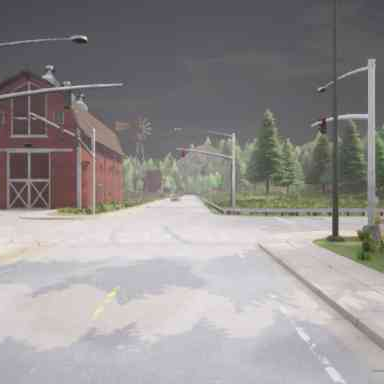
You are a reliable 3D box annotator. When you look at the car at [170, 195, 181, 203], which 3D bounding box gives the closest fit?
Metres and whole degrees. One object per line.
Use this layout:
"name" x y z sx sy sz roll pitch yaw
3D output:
"car" -3.500 1.335 71.393 2.097 1.767 4.553 0 0 0
